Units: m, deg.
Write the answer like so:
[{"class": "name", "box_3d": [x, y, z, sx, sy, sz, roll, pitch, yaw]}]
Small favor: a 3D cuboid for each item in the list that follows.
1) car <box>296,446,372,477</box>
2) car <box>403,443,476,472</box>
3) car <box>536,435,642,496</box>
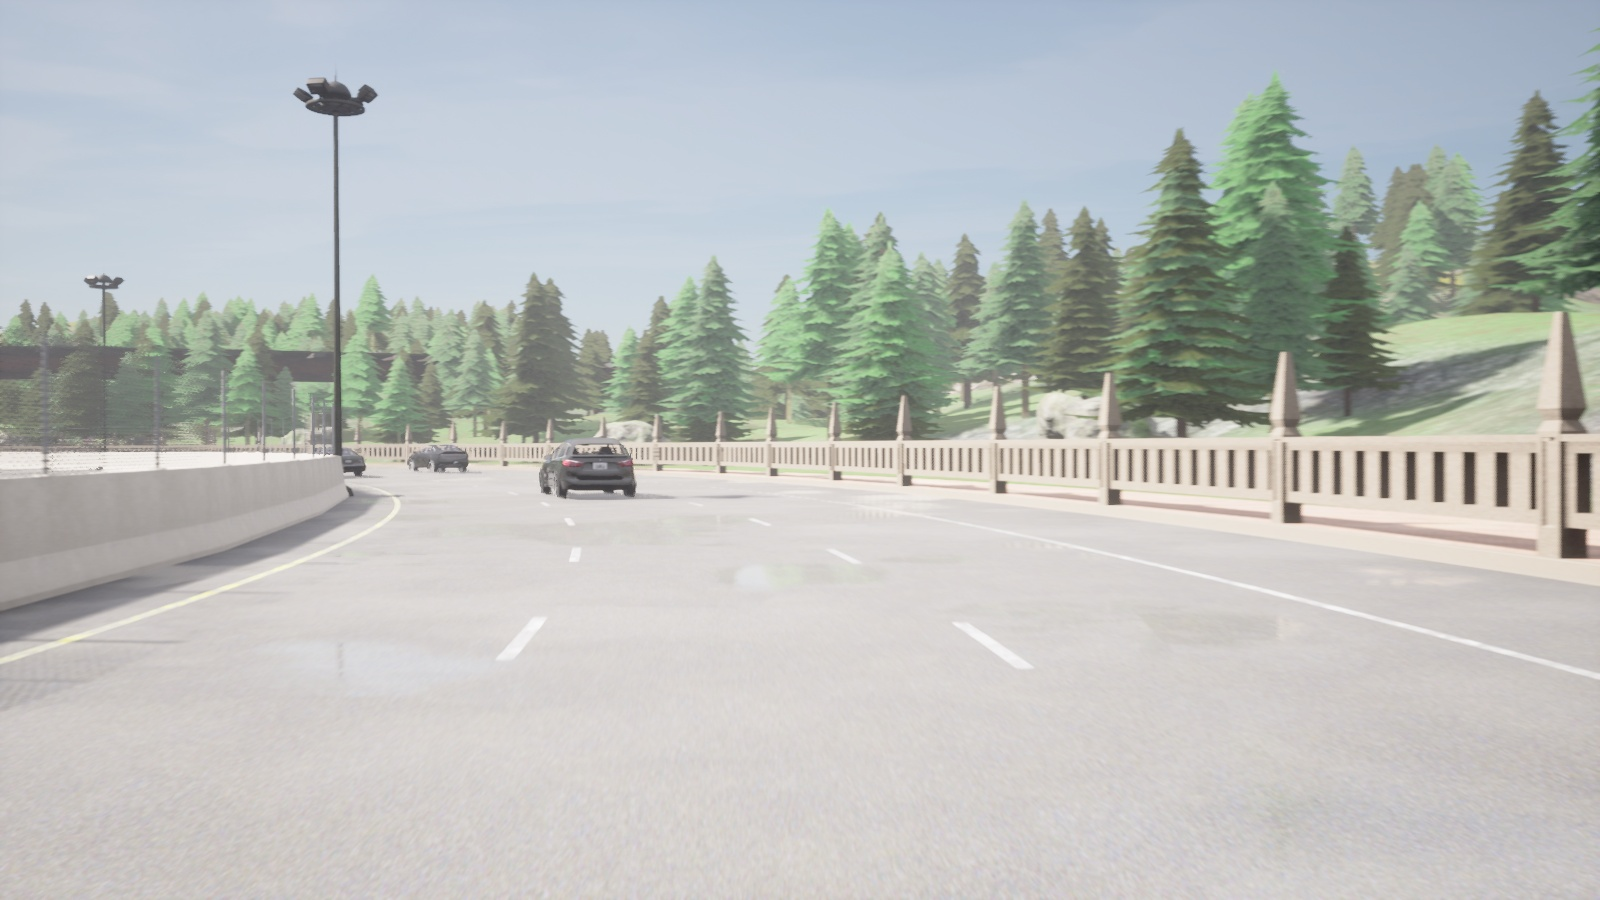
[{"class": "car", "box_3d": [-22.272, 0.534, 59.910, 2.033, 1.411, 5.357, 0, 0, -36]}, {"class": "car", "box_3d": [-19.534, 0.389, 67.863, 2.128, 1.511, 4.902, 0, 0, -38]}, {"class": "car", "box_3d": [-6.193, 0.409, 36.424, 2.242, 1.667, 4.611, 0, 0, -20]}]
